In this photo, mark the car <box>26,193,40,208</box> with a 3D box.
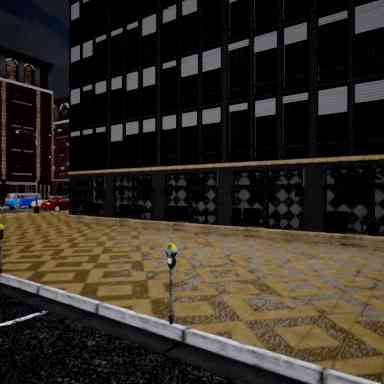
[{"bbox_3d":[-16.828,1.213,39.914,1.812,1.442,4.674,0,1,35],"label":"car"}]

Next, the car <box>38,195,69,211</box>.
[{"bbox_3d":[-13.557,1.269,35.117,1.887,1.381,4.507,1,1,35],"label":"car"}]

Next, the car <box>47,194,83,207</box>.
[{"bbox_3d":[-16.802,1.079,44.240,1.967,1.590,4.097,1,1,35],"label":"car"}]

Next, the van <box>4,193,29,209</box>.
[{"bbox_3d":[-20.036,1.050,39.598,1.690,1.788,3.998,1,1,35],"label":"van"}]
